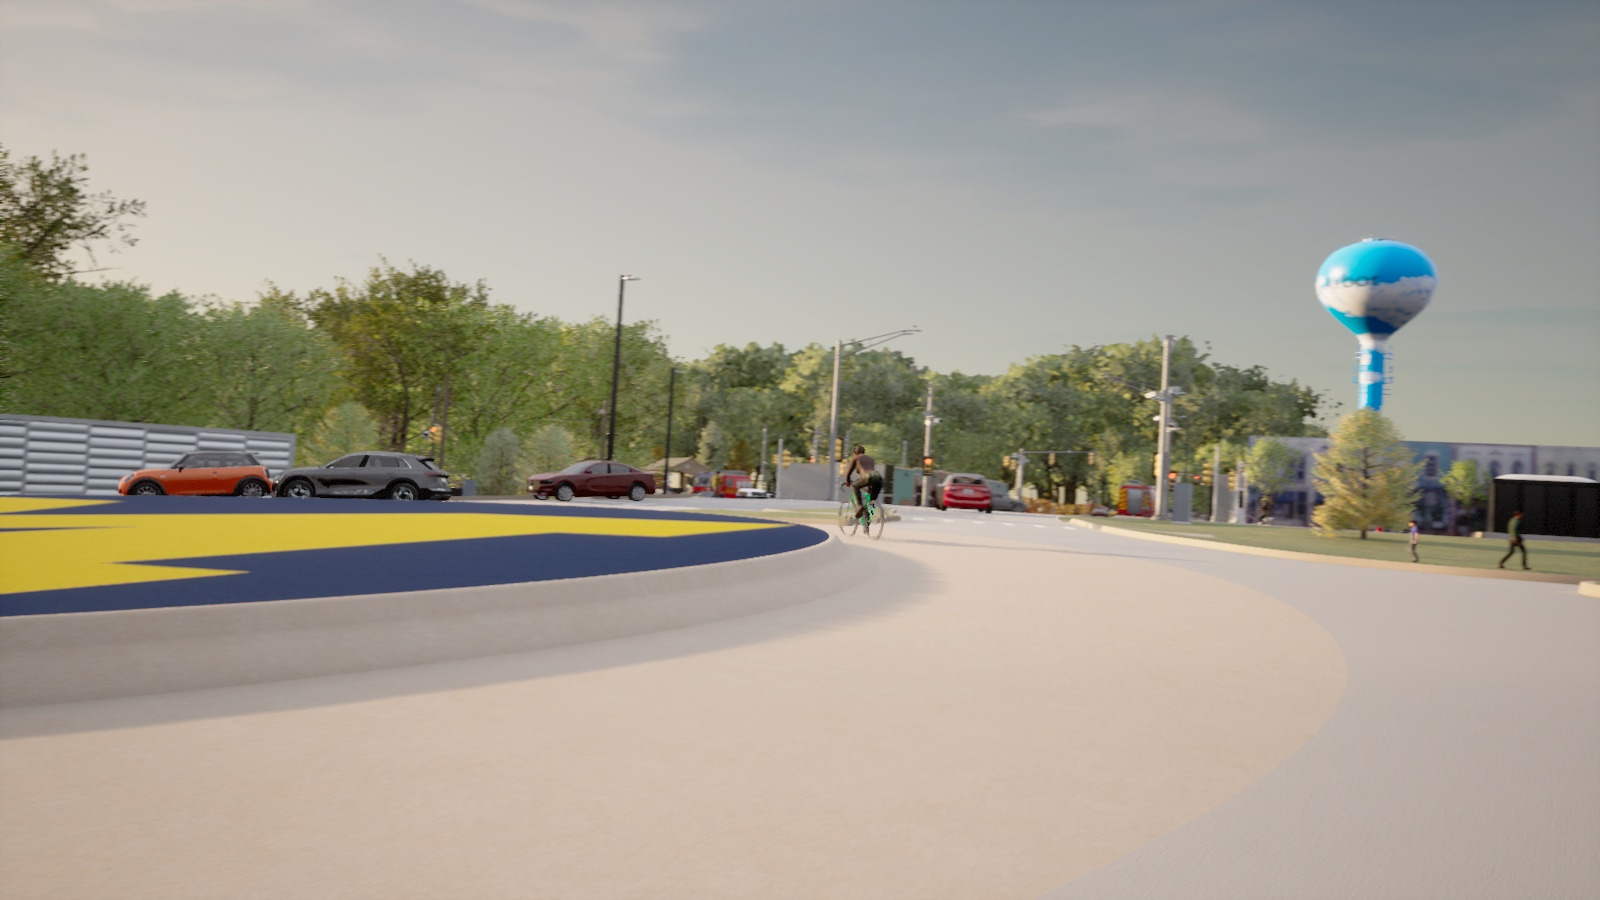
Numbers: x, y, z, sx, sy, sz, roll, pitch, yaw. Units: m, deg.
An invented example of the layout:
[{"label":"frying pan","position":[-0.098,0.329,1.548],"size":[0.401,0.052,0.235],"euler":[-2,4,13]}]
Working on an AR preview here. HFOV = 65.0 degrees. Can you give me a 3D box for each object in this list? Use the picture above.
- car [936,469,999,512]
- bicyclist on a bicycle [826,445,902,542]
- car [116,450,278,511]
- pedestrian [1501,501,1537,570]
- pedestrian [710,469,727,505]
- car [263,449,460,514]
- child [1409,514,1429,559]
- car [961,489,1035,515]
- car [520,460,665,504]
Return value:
[{"label":"car","position":[7.211,1.751,54.519],"size":[2.242,1.667,4.611],"euler":[3,-1,2]},{"label":"bicyclist on a bicycle","position":[1.093,0.742,21.794],"size":[0.582,1.620,1.656],"euler":[2,-2,-24]},{"label":"car","position":[-19.301,0.935,40.372],"size":[4.553,1.767,2.097],"euler":[-1,1,-24]},{"label":"pedestrian","position":[21.085,2.507,36.817],"size":[0.788,1.949,0.423],"euler":[3,-3,14]},{"label":"pedestrian","position":[-4.329,1.960,66.605],"size":[0.431,1.840,0.709],"euler":[1,-4,37]},{"label":"car","position":[-12.399,0.920,35.748],"size":[4.856,1.649,2.033],"euler":[2,-3,-2]},{"label":"child","position":[17.891,2.508,36.319],"size":[0.437,1.263,0.270],"euler":[3,-3,15]},{"label":"car","position":[12.655,3.333,80.447],"size":[4.181,1.385,1.994],"euler":[4,-3,-10]},{"label":"car","position":[-7.675,1.174,46.745],"size":[5.008,1.535,1.882],"euler":[1,-1,-39]}]
